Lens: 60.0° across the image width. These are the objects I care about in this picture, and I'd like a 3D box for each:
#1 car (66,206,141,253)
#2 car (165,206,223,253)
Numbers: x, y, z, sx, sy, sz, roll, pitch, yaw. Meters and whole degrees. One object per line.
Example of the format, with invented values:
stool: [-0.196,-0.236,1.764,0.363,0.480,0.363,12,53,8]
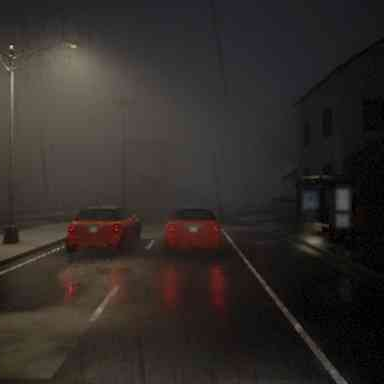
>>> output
car: [-3.429,1.344,13.744,2.097,1.767,4.553,0,0,0]
car: [0.071,1.344,13.738,2.097,1.767,4.553,0,0,0]
